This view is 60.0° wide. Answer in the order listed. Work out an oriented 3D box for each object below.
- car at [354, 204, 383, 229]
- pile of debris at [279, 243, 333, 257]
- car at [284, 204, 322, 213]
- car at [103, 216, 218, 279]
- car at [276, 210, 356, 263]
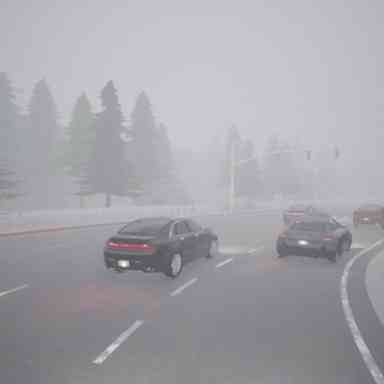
[{"bbox_3d":[12.618,1.611,22.948,1.882,1.535,5.008,1,-1,40],"label":"car"},{"bbox_3d":[4.432,2.224,12.880,1.500,0.140,1.860,1,0,36],"label":"pile of debris"},{"bbox_3d":[7.741,1.576,22.392,2.128,1.511,4.902,1,0,38],"label":"car"},{"bbox_3d":[-0.685,1.502,10.231,1.837,1.490,4.892,0,-1,23],"label":"car"},{"bbox_3d":[4.648,1.606,12.402,1.994,1.385,4.181,1,1,32],"label":"car"}]
